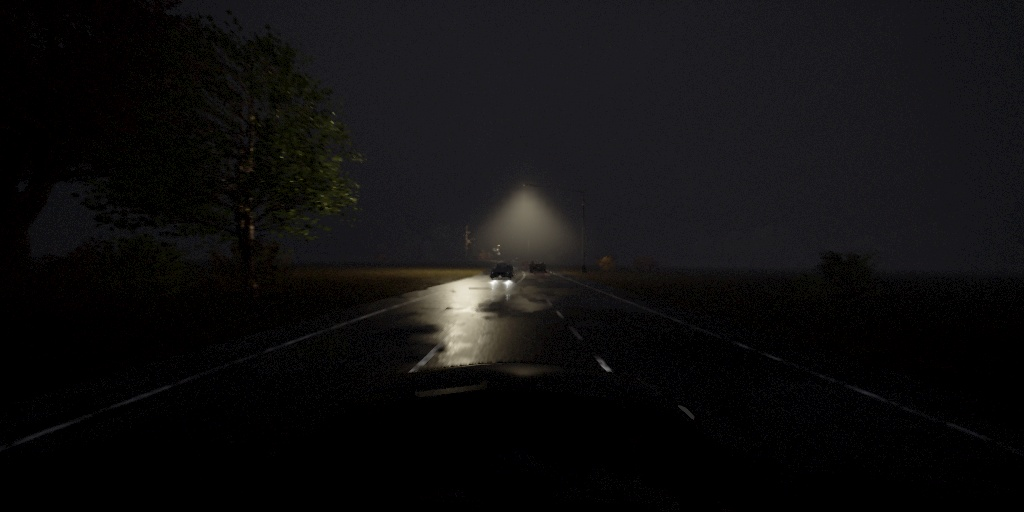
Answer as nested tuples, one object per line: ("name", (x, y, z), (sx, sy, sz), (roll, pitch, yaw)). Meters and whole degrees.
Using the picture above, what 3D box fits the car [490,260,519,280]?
("car", (-0.771, 1.306, 32.165), (2.033, 1.411, 5.357), (0, 0, 5))

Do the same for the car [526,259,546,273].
("car", (3.096, 1.253, 44.559), (1.882, 1.535, 5.008), (0, 0, -1))
